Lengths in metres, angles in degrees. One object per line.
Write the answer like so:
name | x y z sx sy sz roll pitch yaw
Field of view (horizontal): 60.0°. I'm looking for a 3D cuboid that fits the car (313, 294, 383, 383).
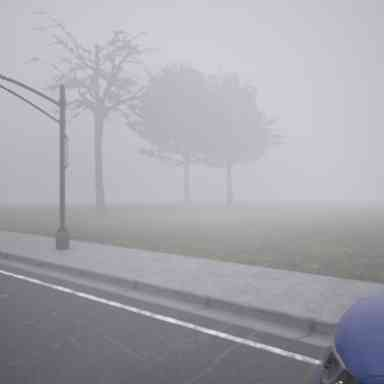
car | 3.379 1.221 1.282 5.566 2.045 2.150 0 0 35
